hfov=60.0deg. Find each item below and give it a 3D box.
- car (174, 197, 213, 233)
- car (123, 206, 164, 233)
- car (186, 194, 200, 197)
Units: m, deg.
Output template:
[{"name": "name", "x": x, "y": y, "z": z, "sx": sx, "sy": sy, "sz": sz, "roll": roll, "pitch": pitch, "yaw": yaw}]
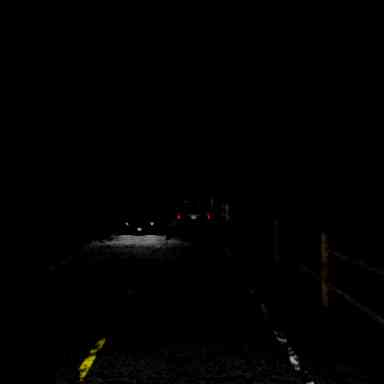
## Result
[{"name": "car", "x": 0.094, "y": 1.386, "z": 19.802, "sx": 2.097, "sy": 1.767, "sz": 4.553, "roll": 0, "pitch": 0, "yaw": 0}, {"name": "car", "x": -2.756, "y": 1.582, "z": 20.105, "sx": 2.033, "sy": 1.411, "sz": 5.357, "roll": 0, "pitch": 0, "yaw": 0}, {"name": "car", "x": 0.089, "y": 1.287, "z": 39.810, "sx": 2.150, "sy": 2.045, "sz": 5.566, "roll": 0, "pitch": 0, "yaw": 0}]
